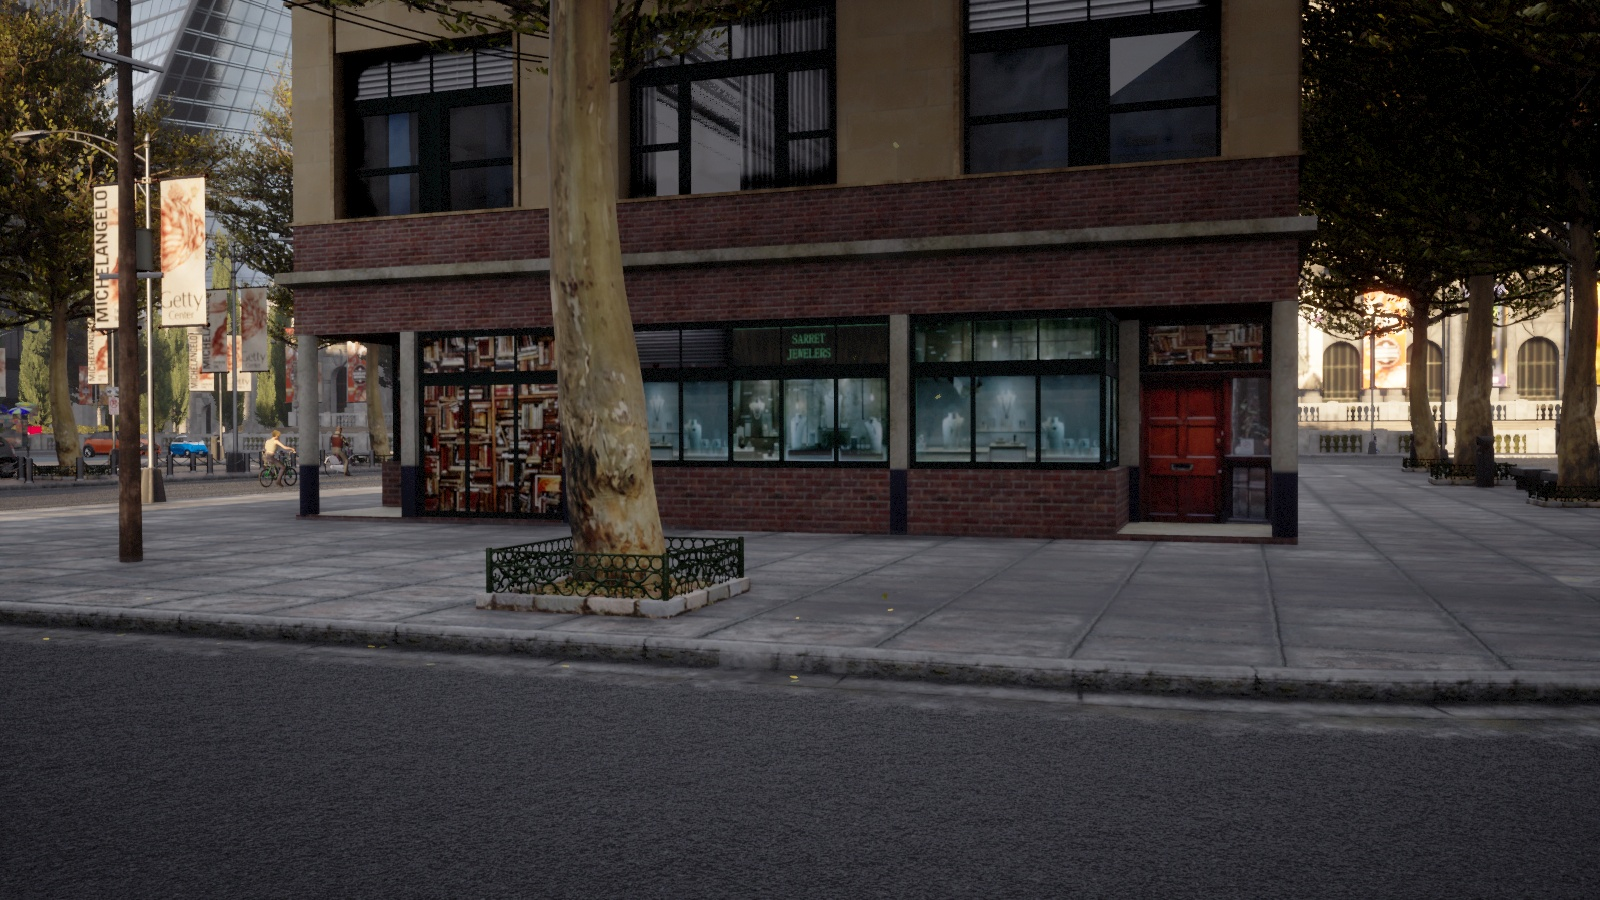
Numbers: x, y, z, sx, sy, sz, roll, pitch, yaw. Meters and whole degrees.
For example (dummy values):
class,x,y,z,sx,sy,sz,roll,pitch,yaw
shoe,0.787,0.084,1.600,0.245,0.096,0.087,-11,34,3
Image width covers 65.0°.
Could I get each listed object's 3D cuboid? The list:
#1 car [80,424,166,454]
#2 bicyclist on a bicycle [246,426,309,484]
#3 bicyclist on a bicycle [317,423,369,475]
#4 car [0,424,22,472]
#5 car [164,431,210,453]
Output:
class,x,y,z,sx,sy,sz,roll,pitch,yaw
car,-41.183,-0.692,76.372,4.553,1.767,2.097,1,1,19
bicyclist on a bicycle,-14.920,0.132,35.906,0.866,1.612,1.509,1,1,20
bicyclist on a bicycle,-15.905,-0.063,43.725,0.659,1.776,1.843,1,1,20
car,-28.620,-0.057,42.131,1.851,1.617,3.988,1,1,20
car,-38.622,-0.531,79.176,2.207,1.376,1.481,0,1,20
